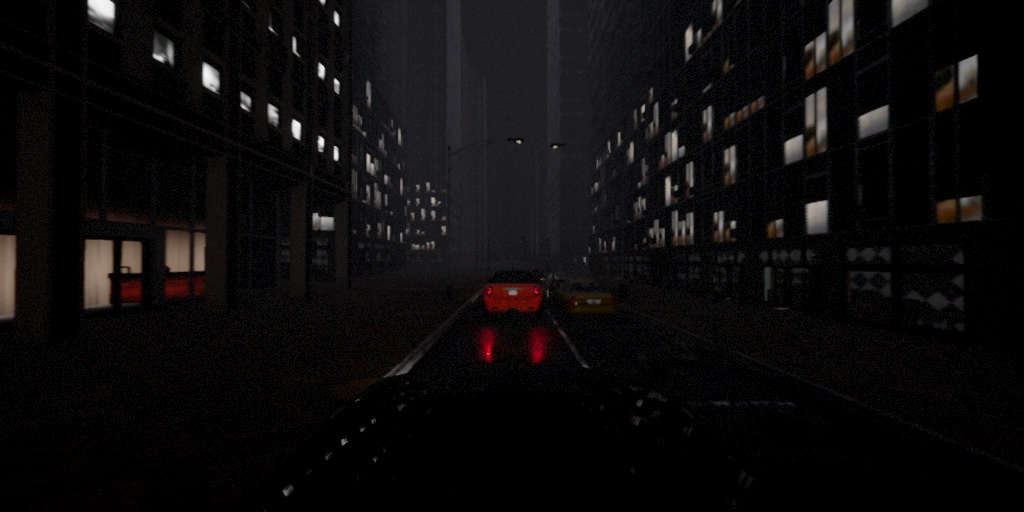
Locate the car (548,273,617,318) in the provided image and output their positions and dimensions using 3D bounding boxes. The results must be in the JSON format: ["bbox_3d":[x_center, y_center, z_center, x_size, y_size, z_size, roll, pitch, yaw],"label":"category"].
[{"bbox_3d":[2.567,1.426,13.523,1.751,1.417,4.829,0,0,0],"label":"car"}]

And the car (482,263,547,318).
[{"bbox_3d":[0.048,1.260,14.020,2.097,1.767,4.553,0,-1,1],"label":"car"}]

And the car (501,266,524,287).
[{"bbox_3d":[0.055,1.635,29.764,1.812,1.442,4.674,0,0,0],"label":"car"}]
